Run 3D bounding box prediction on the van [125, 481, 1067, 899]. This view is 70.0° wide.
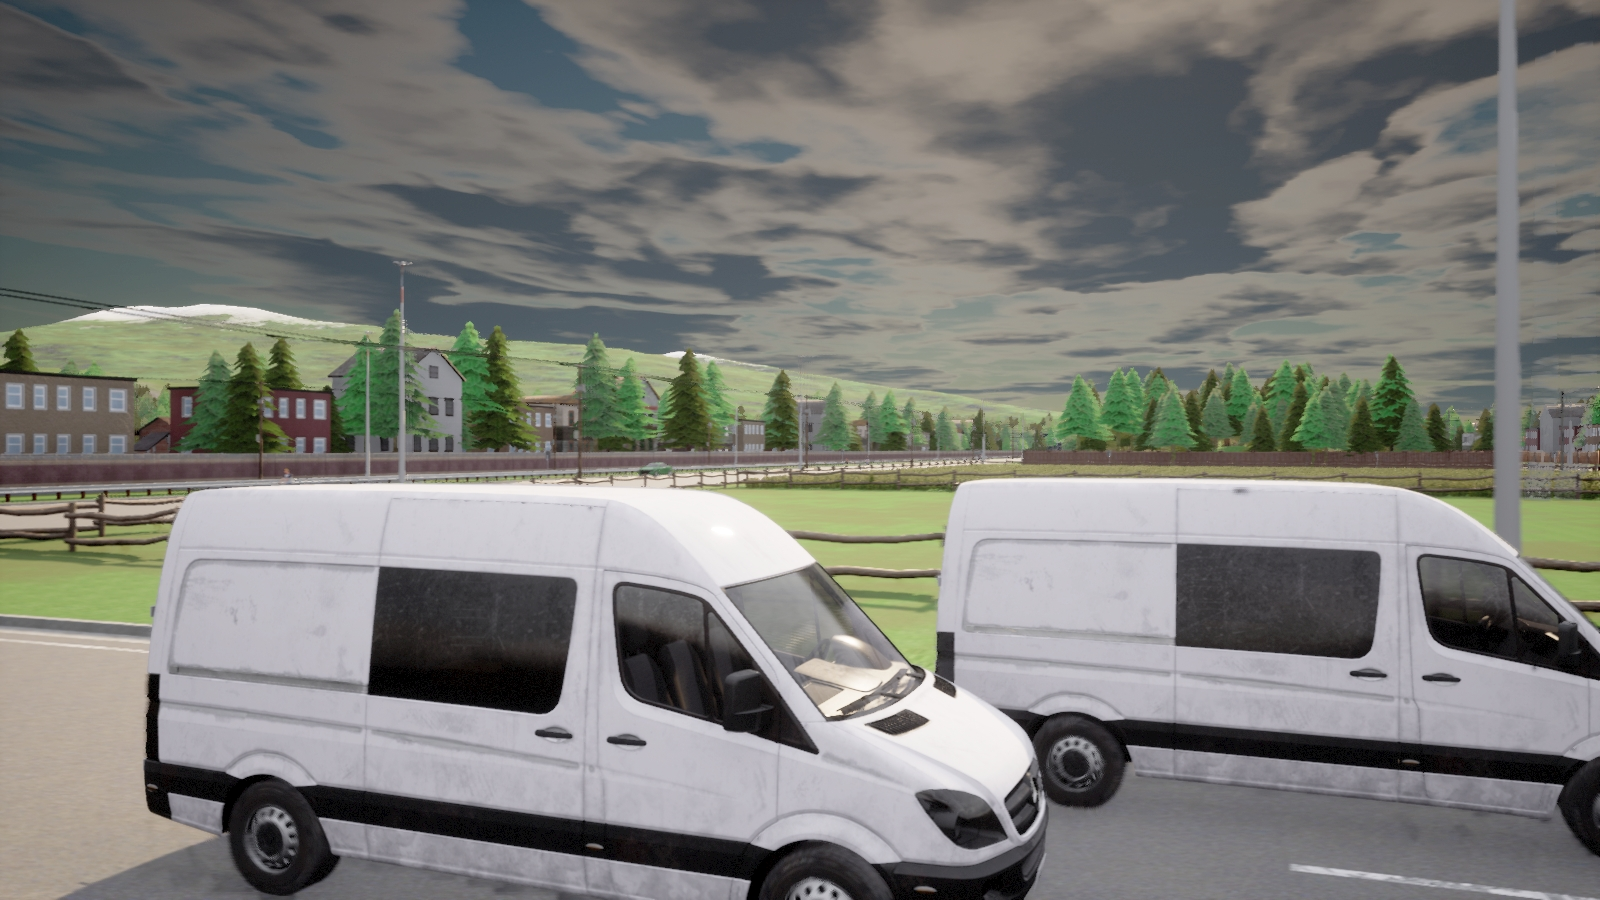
[{"bbox_3d":[-1.377,1.534,7.528,5.915,2.561,1.988,0,0,20],"label":"van"}]

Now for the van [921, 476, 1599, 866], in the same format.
[{"bbox_3d":[4.107,1.534,9.259,5.915,2.561,1.988,0,0,20],"label":"van"}]

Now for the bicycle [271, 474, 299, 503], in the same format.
[{"bbox_3d":[-27.601,2.056,61.252,0.373,1.496,1.643,0,0,20],"label":"bicycle"}]
